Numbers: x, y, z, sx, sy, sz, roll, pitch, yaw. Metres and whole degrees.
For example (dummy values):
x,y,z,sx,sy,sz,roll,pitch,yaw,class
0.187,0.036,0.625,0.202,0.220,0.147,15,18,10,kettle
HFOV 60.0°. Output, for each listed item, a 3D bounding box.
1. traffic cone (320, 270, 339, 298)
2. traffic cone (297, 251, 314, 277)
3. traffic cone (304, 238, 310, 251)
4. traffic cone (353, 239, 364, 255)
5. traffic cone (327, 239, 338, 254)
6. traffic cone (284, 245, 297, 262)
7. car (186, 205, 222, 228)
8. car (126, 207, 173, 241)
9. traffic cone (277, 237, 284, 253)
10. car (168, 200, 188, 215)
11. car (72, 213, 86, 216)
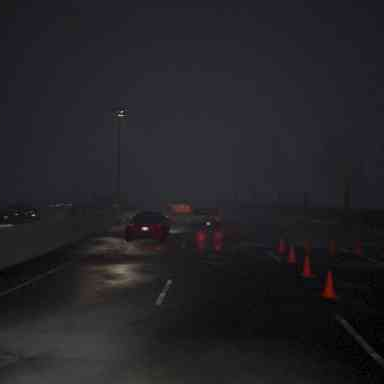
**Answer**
x,y,z,sx,sy,sz,roll,pitch,yaw,class
3.143,2.083,7.605,0.340,0.580,0.340,1,-1,5,traffic cone
3.318,2.106,9.597,0.340,0.580,0.340,1,-1,5,traffic cone
4.666,2.166,13.493,0.340,0.580,0.340,1,-1,5,traffic cone
6.658,2.196,13.317,0.340,0.580,0.340,1,-1,5,traffic cone
5.662,2.181,13.405,0.340,0.580,0.340,1,-1,5,traffic cone
3.494,2.129,11.589,0.340,0.580,0.340,1,-1,5,traffic cone
0.910,1.864,24.563,1.895,1.301,4.718,1,-1,-5,car
-2.227,1.707,17.556,1.994,1.385,4.181,1,-1,-1,car
3.670,2.151,13.581,0.340,0.580,0.340,1,-1,5,traffic cone
-1.628,1.729,39.792,2.097,1.767,4.553,1,-1,-13,car
-11.316,1.733,34.341,1.994,1.385,4.181,1,-1,-12,car
